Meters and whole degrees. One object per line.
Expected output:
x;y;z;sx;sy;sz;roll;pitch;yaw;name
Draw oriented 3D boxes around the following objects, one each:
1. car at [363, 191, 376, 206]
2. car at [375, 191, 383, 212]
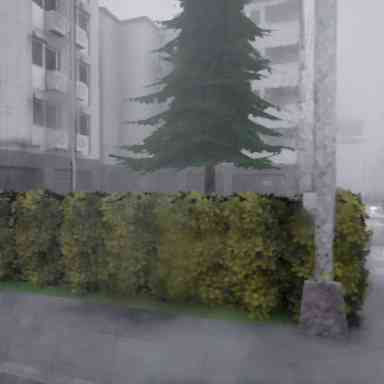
18.373;0.609;33.365;2.033;1.411;5.357;1;2;20;car
14.700;0.790;23.383;2.128;1.511;4.902;1;2;20;car
